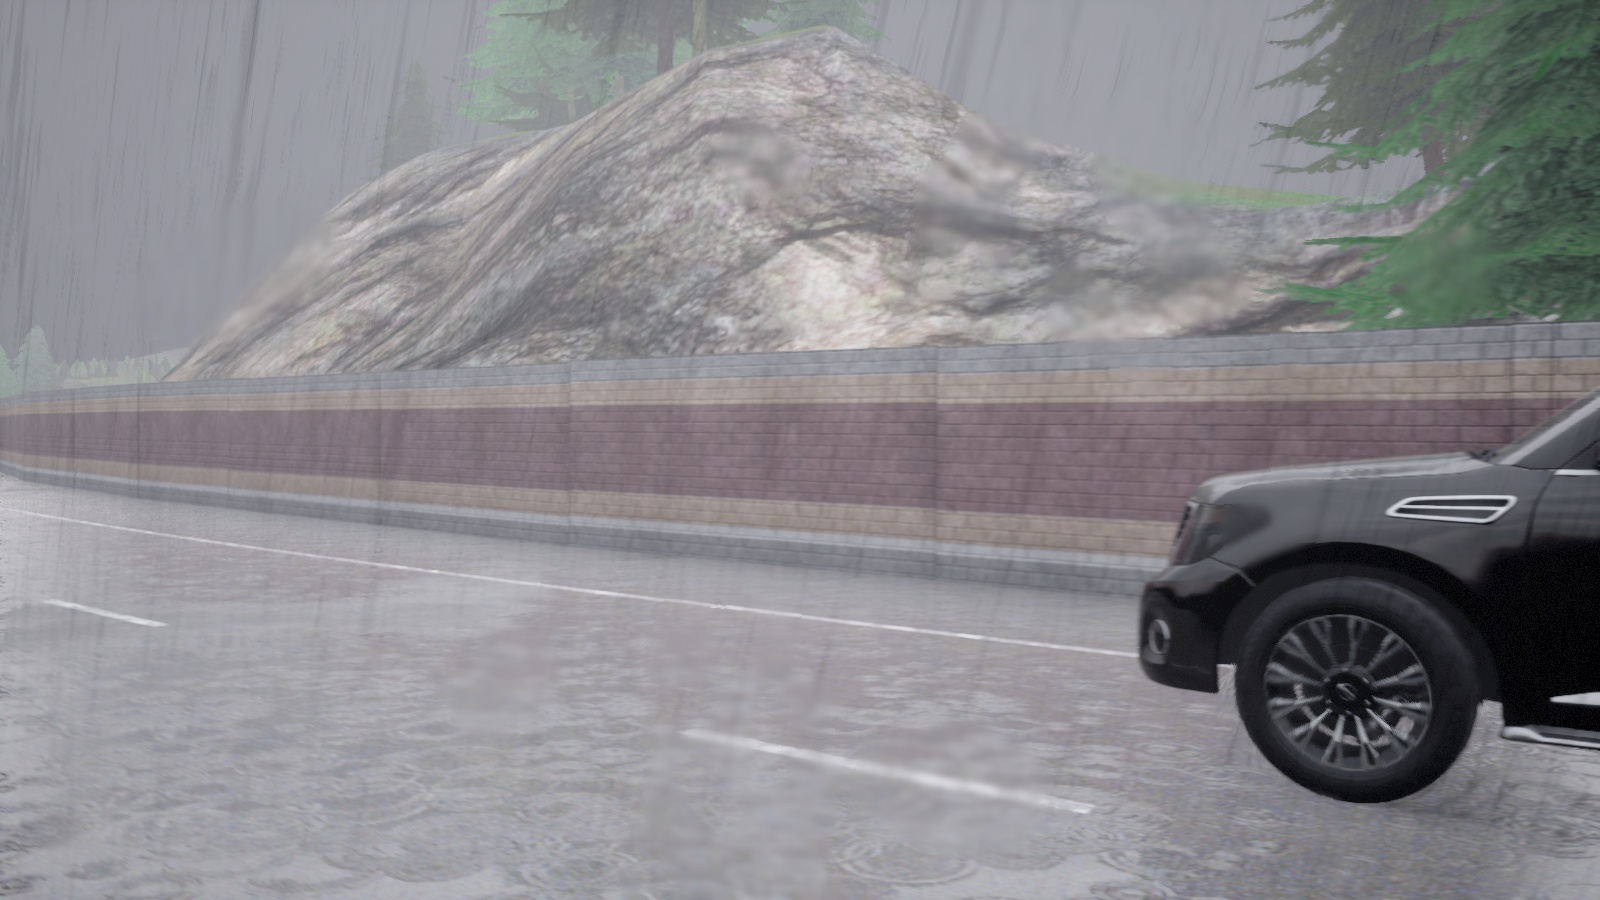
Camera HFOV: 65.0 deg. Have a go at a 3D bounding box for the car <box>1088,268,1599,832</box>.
[{"bbox_3d":[4.204,0.346,4.961,5.566,2.045,2.150,0,1,34],"label":"car"}]
